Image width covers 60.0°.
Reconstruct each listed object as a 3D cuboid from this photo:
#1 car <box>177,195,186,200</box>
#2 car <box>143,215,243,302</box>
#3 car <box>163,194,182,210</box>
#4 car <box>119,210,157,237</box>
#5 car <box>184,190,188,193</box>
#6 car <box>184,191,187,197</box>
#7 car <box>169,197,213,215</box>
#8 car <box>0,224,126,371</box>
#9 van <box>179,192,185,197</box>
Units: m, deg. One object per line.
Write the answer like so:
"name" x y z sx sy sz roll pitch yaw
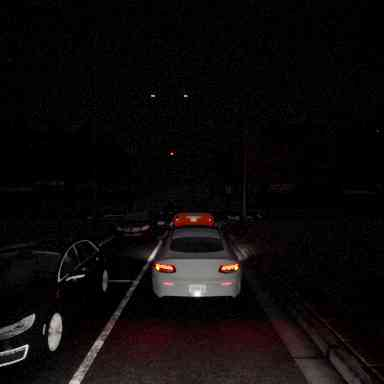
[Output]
"car" -2.749 1.429 87.809 2.008 1.369 4.403 -1 0 0
"car" 0.091 1.523 8.109 1.812 1.442 4.674 0 0 0
"car" -2.712 1.483 43.489 1.967 1.590 4.097 -2 0 0
"car" -2.676 1.582 16.711 1.802 1.307 4.206 -2 0 0
"car" -2.758 1.132 93.358 2.192 1.841 5.009 -1 1 0
"car" -2.740 1.308 71.188 2.192 1.841 5.009 -1 0 0
"car" 0.080 1.353 18.072 2.097 1.767 4.553 0 0 0
"car" -2.665 1.548 5.817 2.008 1.369 4.403 -2 0 0
"van" -2.734 1.359 65.645 1.690 1.788 3.998 -1 0 0
